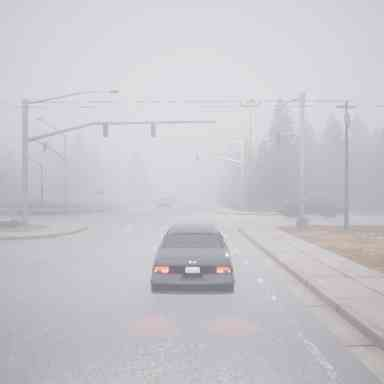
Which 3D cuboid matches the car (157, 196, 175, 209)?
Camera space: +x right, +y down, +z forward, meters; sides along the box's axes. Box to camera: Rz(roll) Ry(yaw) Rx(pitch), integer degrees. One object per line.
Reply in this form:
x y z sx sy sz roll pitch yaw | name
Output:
-3.698 1.503 45.044 1.837 1.490 4.892 0 0 0 | car

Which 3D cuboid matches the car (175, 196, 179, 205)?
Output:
-3.695 1.489 54.695 2.128 1.511 4.902 0 0 0 | car

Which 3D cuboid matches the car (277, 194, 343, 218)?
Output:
10.471 1.246 29.653 5.566 2.045 2.150 0 0 1 | car

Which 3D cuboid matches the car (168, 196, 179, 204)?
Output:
-3.597 1.500 64.570 1.837 1.490 4.892 0 1 1 | car

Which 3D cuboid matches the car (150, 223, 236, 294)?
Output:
0.030 1.544 8.919 2.033 1.411 5.357 0 0 0 | car
